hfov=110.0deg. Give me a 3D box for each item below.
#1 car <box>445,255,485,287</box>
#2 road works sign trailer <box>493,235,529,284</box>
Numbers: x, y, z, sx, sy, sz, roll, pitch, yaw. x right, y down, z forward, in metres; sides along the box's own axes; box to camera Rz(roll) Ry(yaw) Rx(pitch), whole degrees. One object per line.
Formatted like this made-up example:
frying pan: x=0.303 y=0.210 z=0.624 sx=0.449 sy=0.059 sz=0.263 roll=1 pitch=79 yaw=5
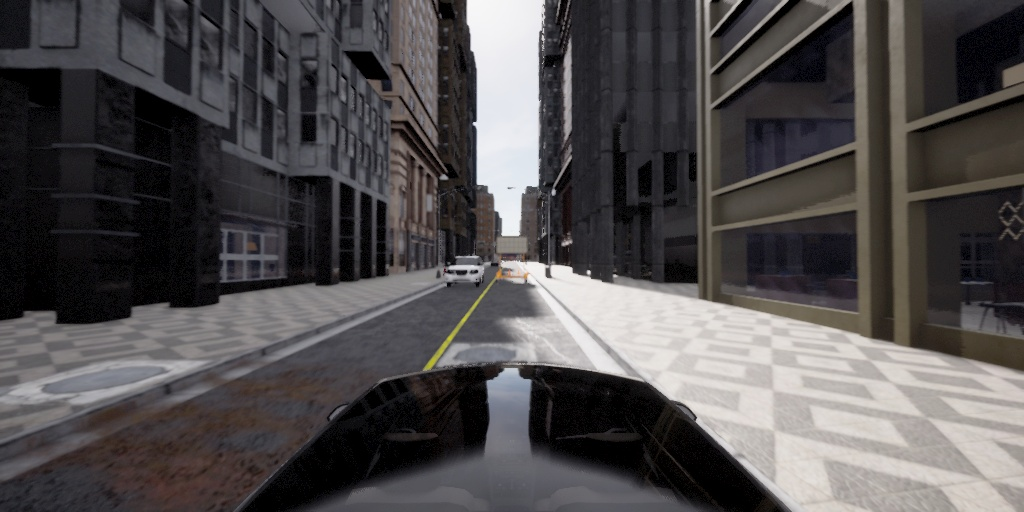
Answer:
car: x=-3.098 y=0.981 z=24.679 sx=2.150 sy=2.045 sz=5.566 roll=0 pitch=0 yaw=0
road works sign trailer: x=0.001 y=0.225 z=26.703 sx=2.380 sy=3.560 sz=2.880 roll=0 pitch=0 yaw=0
